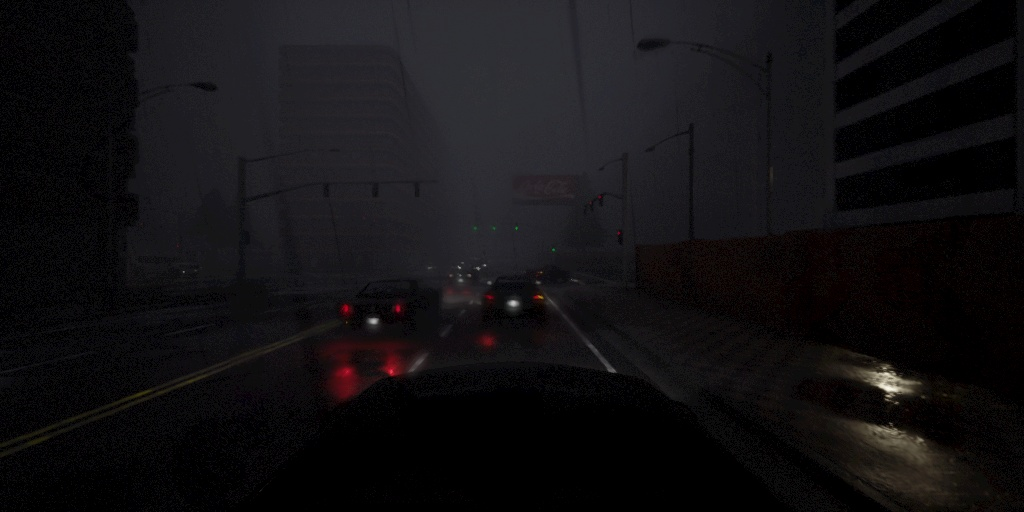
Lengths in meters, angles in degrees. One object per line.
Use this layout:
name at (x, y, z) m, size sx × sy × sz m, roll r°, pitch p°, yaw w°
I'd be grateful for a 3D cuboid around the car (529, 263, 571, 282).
car at (2.696, 1.279, 27.119) m, size 1.812 × 1.442 × 4.674 m, roll -1°, pitch 0°, yaw 37°

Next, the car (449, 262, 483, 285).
car at (-3.443, 1.354, 26.301) m, size 1.895 × 1.301 × 4.718 m, roll 0°, pitch 0°, yaw 0°

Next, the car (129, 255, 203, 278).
car at (-31.756, 0.975, 32.994) m, size 5.566 × 2.045 × 2.150 m, roll 0°, pitch 0°, yaw 2°

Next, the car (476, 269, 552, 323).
car at (0.063, 1.315, 12.093) m, size 1.994 × 1.385 × 4.181 m, roll 0°, pitch 0°, yaw 0°

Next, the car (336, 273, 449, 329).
car at (-3.443, 1.352, 11.189) m, size 1.895 × 1.301 × 4.718 m, roll 0°, pitch 0°, yaw 0°
